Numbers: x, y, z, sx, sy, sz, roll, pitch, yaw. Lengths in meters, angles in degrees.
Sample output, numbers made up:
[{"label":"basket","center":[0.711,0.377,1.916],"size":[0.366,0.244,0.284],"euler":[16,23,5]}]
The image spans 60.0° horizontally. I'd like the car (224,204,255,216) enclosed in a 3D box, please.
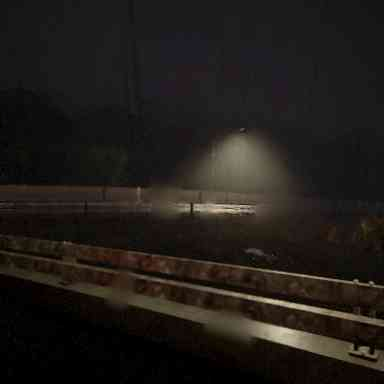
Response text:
[{"label":"car","center":[6.067,2.292,42.901],"size":[4.181,1.385,1.994],"euler":[3,-1,-24]}]
